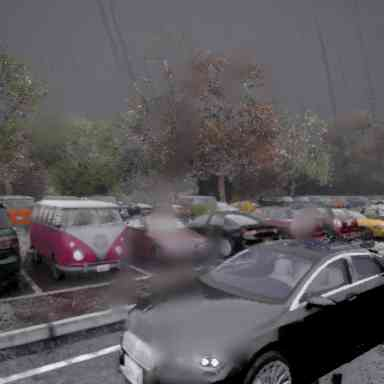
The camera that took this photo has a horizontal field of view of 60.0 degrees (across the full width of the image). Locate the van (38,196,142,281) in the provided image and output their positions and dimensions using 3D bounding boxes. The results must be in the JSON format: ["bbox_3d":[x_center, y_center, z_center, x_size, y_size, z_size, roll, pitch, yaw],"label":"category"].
[{"bbox_3d":[-3.382,1.219,9.676,1.878,1.987,4.442,0,0,-35],"label":"van"}]

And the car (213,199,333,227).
[{"bbox_3d":[3.354,1.376,14.574,2.185,1.767,4.553,0,0,-35],"label":"car"}]

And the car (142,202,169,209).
[{"bbox_3d":[-4.142,1.502,25.325,2.097,1.535,5.008,0,0,-35],"label":"car"}]

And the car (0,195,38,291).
[{"bbox_3d":[-5.728,1.174,8.185,2.435,2.045,5.566,0,0,-35],"label":"car"}]

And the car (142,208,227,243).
[{"bbox_3d":[-1.190,1.504,11.382,2.002,1.452,4.674,0,0,-35],"label":"car"}]

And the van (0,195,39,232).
[{"bbox_3d":[-10.983,1.220,20.607,1.878,1.987,4.442,0,0,-35],"label":"van"}]

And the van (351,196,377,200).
[{"bbox_3d":[20.759,1.488,42.918,1.878,1.987,4.442,1,0,-36],"label":"van"}]

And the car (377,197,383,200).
[{"bbox_3d":[22.920,1.769,44.624,2.163,1.488,4.792,1,0,-35],"label":"car"}]

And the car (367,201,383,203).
[{"bbox_3d":[12.379,1.579,21.042,2.231,1.521,4.892,0,0,-35],"label":"car"}]

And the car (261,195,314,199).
[{"bbox_3d":[9.415,1.365,34.944,2.435,2.045,5.566,0,0,-35],"label":"car"}]

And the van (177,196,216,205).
[{"bbox_3d":[0.200,1.314,28.565,1.878,1.987,4.442,0,0,-35],"label":"van"}]

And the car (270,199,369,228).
[{"bbox_3d":[5.616,1.395,16.184,2.185,1.767,4.553,0,0,-35],"label":"car"}]

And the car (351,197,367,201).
[{"bbox_3d":[18.422,1.692,41.394,2.097,1.535,5.008,0,0,-35],"label":"car"}]

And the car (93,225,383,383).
[{"bbox_3d":[1.417,1.491,4.697,4.902,1.511,2.128,0,0,-36],"label":"car"}]

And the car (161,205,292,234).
[{"bbox_3d":[1.076,1.483,12.985,2.097,1.535,5.008,0,0,-35],"label":"car"}]

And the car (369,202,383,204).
[{"bbox_3d":[10.125,1.560,19.423,2.231,1.521,4.892,0,0,-35],"label":"car"}]

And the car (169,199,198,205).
[{"bbox_3d":[-1.887,1.561,26.934,2.002,1.452,4.674,0,0,-35],"label":"car"}]

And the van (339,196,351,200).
[{"bbox_3d":[16.102,1.447,39.880,1.878,1.987,4.442,1,0,-35],"label":"van"}]

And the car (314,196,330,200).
[{"bbox_3d":[11.672,1.384,36.550,2.435,2.045,5.566,0,0,-35],"label":"car"}]

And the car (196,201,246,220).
[{"bbox_3d":[2.522,1.599,30.077,2.002,1.452,4.674,0,0,-35],"label":"car"}]

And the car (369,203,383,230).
[{"bbox_3d":[7.967,1.537,17.667,1.946,1.575,5.366,0,0,-35],"label":"car"}]

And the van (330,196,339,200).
[{"bbox_3d":[13.980,1.428,38.084,1.878,1.987,4.442,0,0,-35],"label":"van"}]
